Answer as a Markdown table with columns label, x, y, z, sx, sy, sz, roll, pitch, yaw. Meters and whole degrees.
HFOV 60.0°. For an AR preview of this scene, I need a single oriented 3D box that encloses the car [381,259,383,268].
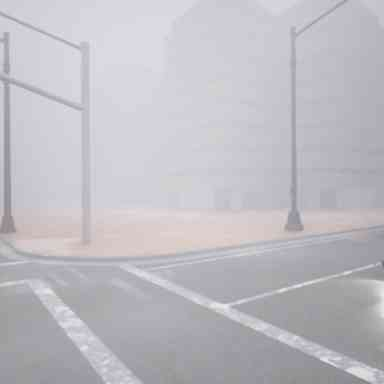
| label | x | y | z | sx | sy | sz | roll | pitch | yaw |
| --- | --- | --- | --- | --- | --- | --- | --- | --- | --- |
| car | 7.448 | 1.459 | 9.299 | 5.357 | 1.411 | 2.033 | -1 | 0 | -35 |
